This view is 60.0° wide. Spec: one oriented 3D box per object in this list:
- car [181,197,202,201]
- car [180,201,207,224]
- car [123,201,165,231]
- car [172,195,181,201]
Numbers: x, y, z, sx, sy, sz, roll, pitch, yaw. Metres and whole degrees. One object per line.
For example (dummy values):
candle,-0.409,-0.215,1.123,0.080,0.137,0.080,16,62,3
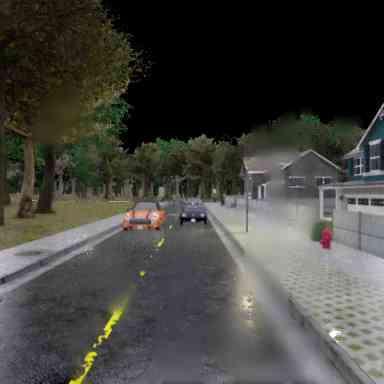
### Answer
car,0.103,1.372,39.325,2.097,1.767,4.553,0,0,0
car,0.102,1.607,24.595,1.895,1.301,4.718,0,0,0
car,-2.848,1.356,20.489,2.097,1.767,4.553,0,0,0
car,-2.746,1.225,61.583,1.812,1.442,4.674,0,0,0
